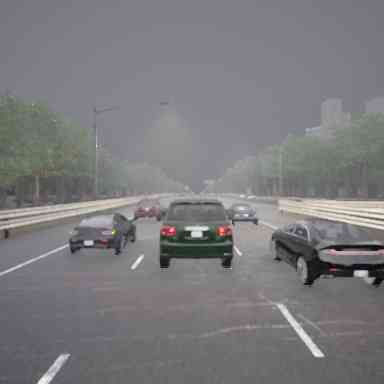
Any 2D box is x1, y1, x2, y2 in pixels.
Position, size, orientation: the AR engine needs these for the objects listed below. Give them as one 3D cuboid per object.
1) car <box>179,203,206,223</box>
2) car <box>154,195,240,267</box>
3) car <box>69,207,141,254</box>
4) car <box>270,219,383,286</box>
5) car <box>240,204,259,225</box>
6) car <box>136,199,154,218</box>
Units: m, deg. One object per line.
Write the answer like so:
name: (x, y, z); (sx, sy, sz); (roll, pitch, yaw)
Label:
car: (0.063, 1.600, 26.399); (1.895, 1.301, 4.718); (0, 0, 1)
car: (0.077, 1.228, 11.535); (2.150, 2.045, 5.566); (0, 0, -1)
car: (-3.425, 1.535, 13.370); (1.812, 1.442, 4.674); (0, 0, 0)
car: (3.549, 1.499, 9.396); (2.128, 1.511, 4.902); (0, 0, 0)
car: (3.542, 1.552, 24.070); (2.033, 1.411, 5.357); (0, 0, 0)
car: (-3.433, 1.345, 27.542); (2.097, 1.767, 4.553); (0, 0, 0)
